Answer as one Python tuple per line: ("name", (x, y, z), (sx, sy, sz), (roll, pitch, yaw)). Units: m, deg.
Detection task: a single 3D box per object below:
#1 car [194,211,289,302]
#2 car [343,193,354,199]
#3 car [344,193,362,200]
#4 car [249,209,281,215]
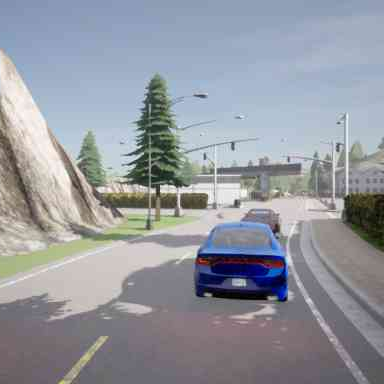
("car", (1.281, 1.478, 8.440), (1.882, 1.535, 5.008), (0, 0, 10))
("car", (38.469, 1.361, 80.034), (3.806, 1.475, 1.970), (0, 0, 19))
("car", (40.119, 1.077, 82.984), (3.866, 1.878, 1.905), (0, 0, 19))
("car", (3.677, 1.564, 17.631), (1.994, 1.385, 4.181), (0, 0, 17))
